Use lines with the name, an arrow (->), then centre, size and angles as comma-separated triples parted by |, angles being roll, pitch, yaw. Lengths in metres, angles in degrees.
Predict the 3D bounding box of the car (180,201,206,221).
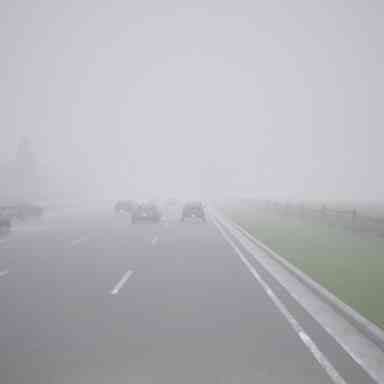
car -> 0.096, 1.535, 27.554 | 1.837, 1.490, 4.892 | 0, 0, 0

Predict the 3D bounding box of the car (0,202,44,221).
car -> -13.905, 1.521, 27.231 | 2.128, 1.511, 4.902 | 0, 0, 0

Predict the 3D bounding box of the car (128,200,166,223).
car -> -3.404, 1.591, 25.752 | 1.994, 1.385, 4.181 | 0, 0, 0

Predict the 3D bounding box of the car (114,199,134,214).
car -> -6.903, 1.543, 35.320 | 1.837, 1.490, 4.892 | 0, 0, 0

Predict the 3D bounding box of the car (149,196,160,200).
car -> -6.909, 1.556, 61.078 | 2.128, 1.511, 4.902 | 0, 0, 0

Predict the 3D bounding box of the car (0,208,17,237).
car -> -10.400, 1.617, 15.389 | 1.895, 1.301, 4.718 | 0, 0, 0

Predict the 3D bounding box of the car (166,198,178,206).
car -> -3.410, 1.623, 55.378 | 1.994, 1.385, 4.181 | 0, 0, 0
